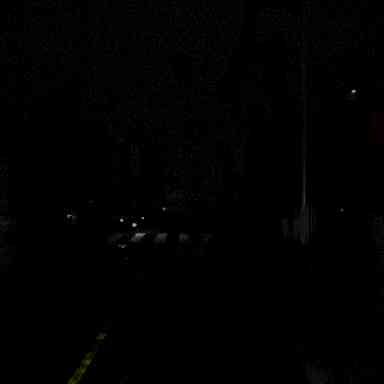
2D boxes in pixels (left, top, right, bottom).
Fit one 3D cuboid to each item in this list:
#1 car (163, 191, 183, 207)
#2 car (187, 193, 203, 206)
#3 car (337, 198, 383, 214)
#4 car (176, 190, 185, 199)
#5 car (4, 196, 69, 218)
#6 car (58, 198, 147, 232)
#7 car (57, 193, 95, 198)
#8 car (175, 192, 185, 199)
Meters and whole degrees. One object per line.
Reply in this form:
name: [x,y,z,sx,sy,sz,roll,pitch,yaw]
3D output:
car: [-2.639,1.066,43.532,1.882,1.535,5.008,0,1,2]
car: [0.397,0.930,44.487,2.097,1.767,4.553,0,1,-1]
car: [14.933,1.180,28.184,4.718,1.301,1.895,-1,-1,-1]
car: [-2.567,0.920,58.208,1.882,1.535,5.008,0,0,0]
car: [-13.405,1.328,27.900,5.008,1.535,1.882,0,-1,-1]
car: [-4.907,1.253,18.330,5.357,1.411,2.033,0,2,40]
car: [-11.543,1.109,30.684,5.566,2.045,2.150,0,-1,-2]
car: [-2.529,0.818,73.370,2.033,1.411,5.357,0,1,0]
